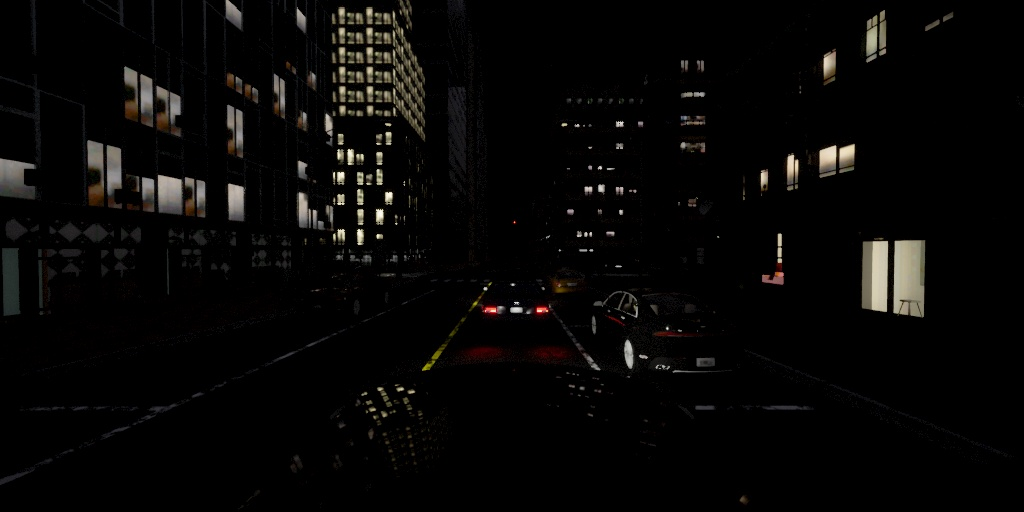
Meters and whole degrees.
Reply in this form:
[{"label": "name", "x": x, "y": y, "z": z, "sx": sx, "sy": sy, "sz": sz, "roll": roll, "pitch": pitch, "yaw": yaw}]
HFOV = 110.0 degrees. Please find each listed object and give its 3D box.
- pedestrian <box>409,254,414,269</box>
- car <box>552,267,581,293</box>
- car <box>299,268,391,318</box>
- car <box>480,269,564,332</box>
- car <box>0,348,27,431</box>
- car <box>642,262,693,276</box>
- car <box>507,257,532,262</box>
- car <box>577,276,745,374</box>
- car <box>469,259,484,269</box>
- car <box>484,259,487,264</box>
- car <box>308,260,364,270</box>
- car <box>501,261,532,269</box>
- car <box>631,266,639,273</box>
[{"label": "pedestrian", "x": -12.655, "y": 0.669, "z": 45.089, "sx": 0.375, "sy": 1.860, "sz": 0.375, "roll": 0, "pitch": 0, "yaw": 1}, {"label": "car", "x": 2.776, "y": 1.271, "z": 18.824, "sx": 1.751, "sy": 1.417, "sz": 4.829, "roll": 0, "pitch": 0, "yaw": 0}, {"label": "car", "x": -5.850, "y": 1.292, "z": 13.046, "sx": 1.888, "sy": 1.381, "sz": 4.507, "roll": 0, "pitch": 0, "yaw": 0}, {"label": "car", "x": 0.079, "y": 1.295, "z": 10.801, "sx": 2.033, "sy": 1.411, "sz": 5.357, "roll": 0, "pitch": 0, "yaw": 0}, {"label": "car", "x": -5.796, "y": 1.300, "z": 1.757, "sx": 2.007, "sy": 1.370, "sz": 4.403, "roll": 0, "pitch": 0, "yaw": 0}, {"label": "car", "x": 17.068, "y": 1.473, "z": 39.217, "sx": 4.718, "sy": 1.301, "sz": 1.895, "roll": 0, "pitch": 1, "yaw": 1}, {"label": "car", "x": 0.520, "y": 1.218, "z": 45.804, "sx": 1.882, "sy": 1.535, "sz": 5.008, "roll": -2, "pitch": 1, "yaw": -21}, {"label": "car", "x": 2.804, "y": 1.299, "z": 7.365, "sx": 2.007, "sy": 1.370, "sz": 4.403, "roll": 0, "pitch": 0, "yaw": 0}, {"label": "car", "x": -5.825, "y": 1.263, "z": 56.418, "sx": 1.751, "sy": 1.417, "sz": 4.829, "roll": 0, "pitch": 0, "yaw": 0}, {"label": "car", "x": -5.840, "y": 1.303, "z": 62.242, "sx": 1.948, "sy": 1.339, "sz": 4.313, "roll": 0, "pitch": 0, "yaw": 0}, {"label": "car", "x": -17.667, "y": 1.108, "z": 36.421, "sx": 5.008, "sy": 1.535, "sz": 1.882, "roll": 0, "pitch": 1, "yaw": -1}, {"label": "car", "x": 0.045, "y": 1.249, "z": 21.223, "sx": 1.837, "sy": 1.490, "sz": 4.892, "roll": 0, "pitch": 0, "yaw": 0}, {"label": "car", "x": 16.210, "y": 1.372, "z": 41.826, "sx": 4.403, "sy": 1.370, "sz": 2.007, "roll": 0, "pitch": 0, "yaw": 1}]
